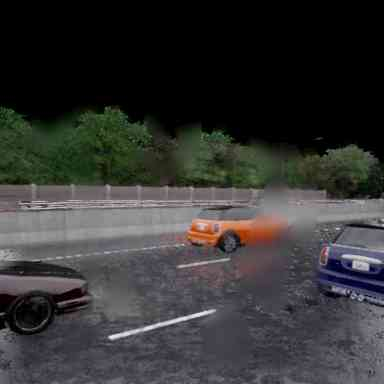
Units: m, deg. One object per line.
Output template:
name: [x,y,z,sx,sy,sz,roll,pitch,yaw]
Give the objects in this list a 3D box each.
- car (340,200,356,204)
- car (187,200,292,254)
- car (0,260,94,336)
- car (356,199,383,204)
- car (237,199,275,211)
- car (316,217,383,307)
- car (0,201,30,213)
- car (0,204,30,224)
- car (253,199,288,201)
car: [24.381,1.995,51.365,4.181,1.385,1.994,1,0,-35]
car: [2.106,1.383,13.847,4.553,1.767,2.097,0,0,-36]
car: [-4.343,1.547,4.948,5.357,1.411,2.033,0,0,-36]
car: [26.679,1.804,48.701,4.553,1.767,2.097,1,0,-36]
car: [8.628,1.738,44.530,4.902,1.511,2.128,1,-1,-35]
car: [4.809,1.375,7.301,4.553,1.767,2.097,0,0,-36]
car: [-12.741,1.354,20.697,4.553,1.767,2.097,0,0,-35]
car: [-14.349,1.604,23.851,4.718,1.301,1.895,0,0,-36]
car: [7.255,1.496,30.663,4.553,1.767,2.097,1,0,-35]
